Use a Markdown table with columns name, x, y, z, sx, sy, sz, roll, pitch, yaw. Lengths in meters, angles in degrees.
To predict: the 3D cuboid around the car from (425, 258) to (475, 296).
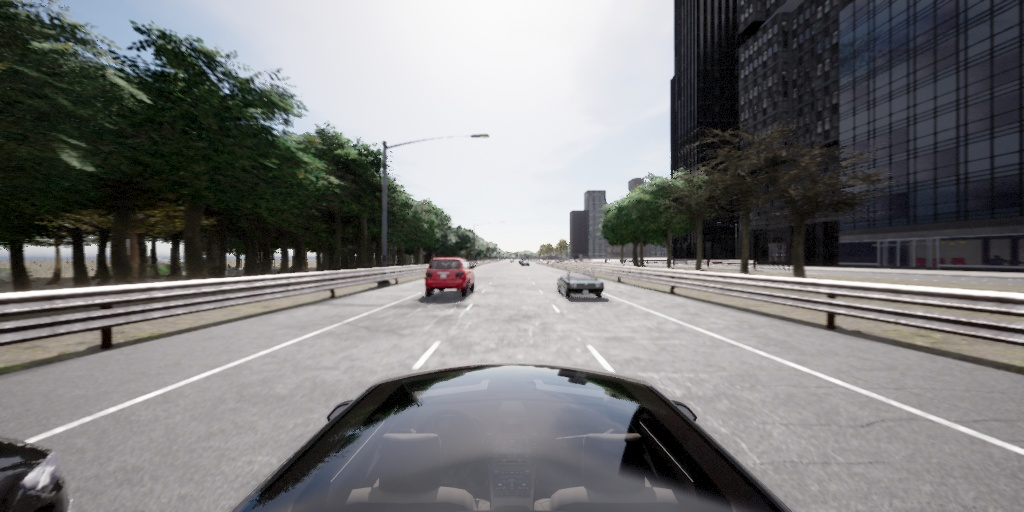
| name | x | y | z | sx | sy | sz | roll | pitch | yaw |
| --- | --- | --- | --- | --- | --- | --- | --- | --- | --- |
| car | -3.403 | 1.112 | 20.458 | 2.150 | 2.045 | 5.566 | 0 | 0 | 0 |

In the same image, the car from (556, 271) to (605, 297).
| name | x | y | z | sx | sy | sz | roll | pitch | yaw |
| --- | --- | --- | --- | --- | --- | --- | --- | --- | --- |
| car | 3.598 | 1.486 | 19.729 | 1.895 | 1.301 | 4.718 | 0 | 0 | 0 |
